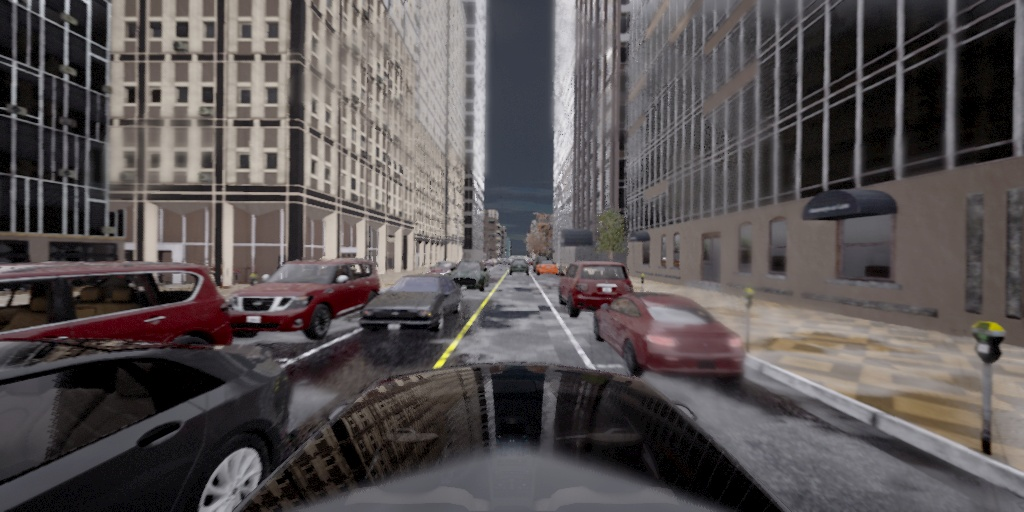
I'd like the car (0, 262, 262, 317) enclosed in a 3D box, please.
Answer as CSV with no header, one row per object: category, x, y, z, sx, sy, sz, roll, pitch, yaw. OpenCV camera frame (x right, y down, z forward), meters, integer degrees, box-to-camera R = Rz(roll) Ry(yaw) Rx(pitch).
car,-5.452,0.998,3.638,2.192,1.841,5.009,0,0,1

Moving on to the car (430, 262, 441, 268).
car,-4.956,1.125,26.333,1.967,1.591,4.097,0,0,1

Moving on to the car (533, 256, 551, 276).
car,3.645,1.139,37.993,2.097,1.767,4.553,1,0,1

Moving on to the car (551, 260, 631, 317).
car,2.869,1.098,13.121,2.192,1.841,5.009,0,0,1

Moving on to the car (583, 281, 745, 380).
car,2.754,1.365,7.084,1.802,1.307,4.207,0,0,1

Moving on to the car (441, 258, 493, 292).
car,-2.504,1.068,21.208,2.097,1.767,4.553,1,0,1

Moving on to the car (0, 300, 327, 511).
car,-2.883,1.220,1.133,1.837,1.490,4.892,1,0,3

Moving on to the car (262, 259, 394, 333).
car,-5.332,0.999,9.968,2.192,1.841,5.009,0,0,1

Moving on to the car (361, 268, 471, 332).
car,-2.710,1.263,11.015,2.033,1.411,5.357,1,0,1

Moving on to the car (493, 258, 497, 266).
car,-4.164,1.264,64.647,1.802,1.307,4.207,0,0,1

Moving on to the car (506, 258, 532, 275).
car,0.782,1.104,39.337,2.097,1.767,4.553,1,0,1
